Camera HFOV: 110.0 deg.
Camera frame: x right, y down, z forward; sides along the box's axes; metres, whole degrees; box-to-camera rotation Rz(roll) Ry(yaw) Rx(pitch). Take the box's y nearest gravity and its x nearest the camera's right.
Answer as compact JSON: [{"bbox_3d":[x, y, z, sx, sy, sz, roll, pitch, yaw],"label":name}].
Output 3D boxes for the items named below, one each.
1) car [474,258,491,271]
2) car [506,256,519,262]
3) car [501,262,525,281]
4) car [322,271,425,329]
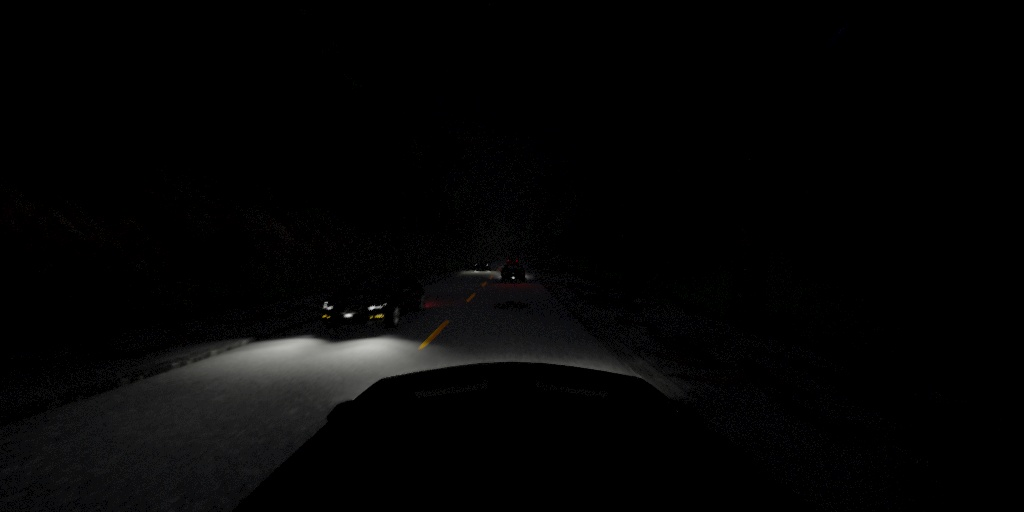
[{"bbox_3d":[-4.055,1.129,49.673,2.097,1.767,4.553,0,0,1],"label":"car"},{"bbox_3d":[0.102,1.005,62.734,2.150,2.045,5.566,0,0,0],"label":"car"},{"bbox_3d":[0.099,1.367,29.553,1.895,1.301,4.718,0,0,0],"label":"car"},{"bbox_3d":[-4.099,1.262,11.411,1.837,1.490,4.892,0,-1,0],"label":"car"}]
